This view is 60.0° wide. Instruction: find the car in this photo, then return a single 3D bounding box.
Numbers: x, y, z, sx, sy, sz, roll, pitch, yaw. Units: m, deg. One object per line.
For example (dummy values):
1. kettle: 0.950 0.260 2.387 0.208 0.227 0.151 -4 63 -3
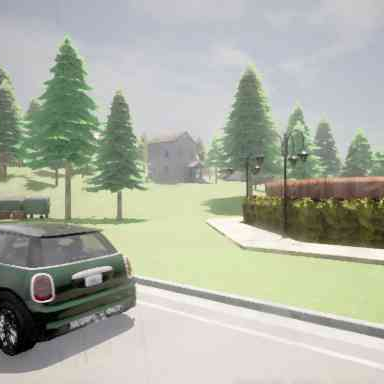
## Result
1. car: -3.223 1.353 6.291 4.553 1.767 2.097 0 0 36
